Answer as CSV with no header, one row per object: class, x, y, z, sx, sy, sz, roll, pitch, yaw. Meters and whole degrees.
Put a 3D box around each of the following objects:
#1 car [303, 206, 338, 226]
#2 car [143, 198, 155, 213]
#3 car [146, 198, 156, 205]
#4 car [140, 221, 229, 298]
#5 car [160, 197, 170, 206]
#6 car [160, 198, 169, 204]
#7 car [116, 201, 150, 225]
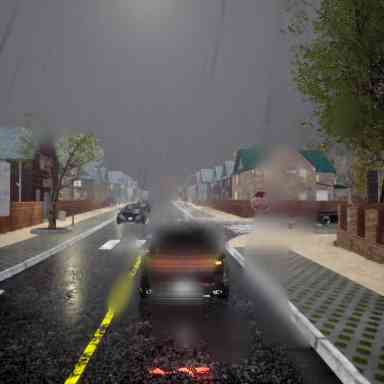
car,10.167,1.575,22.770,4.718,1.301,1.895,0,-1,-7
car,-5.543,1.663,37.493,1.994,1.385,4.181,0,0,-5
car,-8.066,1.836,65.280,1.812,1.442,4.674,0,-1,-5
car,-0.163,1.515,8.501,1.837,1.490,4.892,0,0,0
car,-5.022,1.794,62.534,1.837,1.490,4.892,0,0,-5
car,-5.992,1.883,72.936,1.895,1.301,4.718,0,-1,-5
car,-4.314,1.606,24.269,1.994,1.385,4.181,0,0,-5
